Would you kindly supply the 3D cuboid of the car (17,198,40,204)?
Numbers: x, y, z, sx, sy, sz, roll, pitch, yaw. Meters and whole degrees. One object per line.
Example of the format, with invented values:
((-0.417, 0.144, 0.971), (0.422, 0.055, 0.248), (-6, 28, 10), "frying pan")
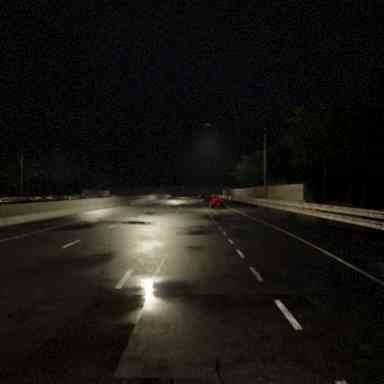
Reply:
((-27.970, 1.633, 57.033), (1.895, 1.301, 4.718), (0, 0, 0), "car")

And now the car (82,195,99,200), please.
((-20.951, 1.405, 70.340), (1.882, 1.535, 5.008), (0, 0, 0), "car")

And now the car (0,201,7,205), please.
((-17.570, 1.519, 28.569), (1.837, 1.490, 4.892), (0, 0, 0), "car")

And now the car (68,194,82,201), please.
((-24.451, 1.284, 70.372), (2.097, 1.767, 4.553), (0, 0, 0), "car")

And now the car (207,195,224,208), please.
((3.532, 1.534, 47.182), (1.812, 1.442, 4.674), (0, 0, 0), "car")

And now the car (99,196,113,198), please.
((-17.451, 1.553, 69.715), (1.994, 1.385, 4.181), (0, 0, 0), "car")

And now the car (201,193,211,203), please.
((3.550, 1.506, 72.526), (1.882, 1.535, 5.008), (0, 0, 0), "car")
